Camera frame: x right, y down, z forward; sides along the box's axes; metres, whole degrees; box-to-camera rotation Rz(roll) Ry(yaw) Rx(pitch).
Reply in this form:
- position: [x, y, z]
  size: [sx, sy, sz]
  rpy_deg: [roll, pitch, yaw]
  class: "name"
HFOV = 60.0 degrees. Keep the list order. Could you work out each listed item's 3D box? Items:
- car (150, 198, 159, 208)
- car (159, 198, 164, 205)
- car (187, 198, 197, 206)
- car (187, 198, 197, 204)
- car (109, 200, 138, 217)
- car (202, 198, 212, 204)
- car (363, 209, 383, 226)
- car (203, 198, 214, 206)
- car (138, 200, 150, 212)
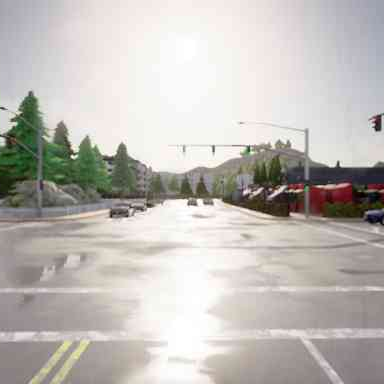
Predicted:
- position: [-7.097, 2.014, 55.754]
  size: [1.895, 1.301, 4.718]
  rpy_deg: [0, 0, 0]
  class: "car"
- position: [-7.030, 2.034, 70.367]
  size: [1.994, 1.385, 4.181]
  rpy_deg: [0, 0, 0]
  class: "car"
- position: [0.072, 2.048, 65.448]
  size: [1.994, 1.385, 4.181]
  rpy_deg: [0, 0, 0]
  class: "car"
- position: [-0.033, 2.104, 78.295]
  size: [2.128, 1.511, 4.902]
  rpy_deg: [0, 0, 0]
  class: "car"
- position: [-7.132, 1.758, 34.163]
  size: [1.837, 1.490, 4.892]
  rpy_deg: [0, 0, 1]
  class: "car"
- position: [3.467, 2.052, 77.648]
  size: [1.895, 1.301, 4.718]
  rpy_deg: [0, 0, 0]
  class: "car"
- position: [14.934, 1.598, 23.753]
  size: [5.008, 1.535, 1.882]
  rpy_deg: [0, 0, 0]
  class: "car"
- position: [3.471, 2.109, 68.738]
  size: [1.895, 1.301, 4.718]
  rpy_deg: [0, 0, 0]
  class: "car"
- position: [-7.115, 1.854, 44.230]
  size: [1.812, 1.442, 4.674]
  rpy_deg: [0, 0, 0]
  class: "car"
